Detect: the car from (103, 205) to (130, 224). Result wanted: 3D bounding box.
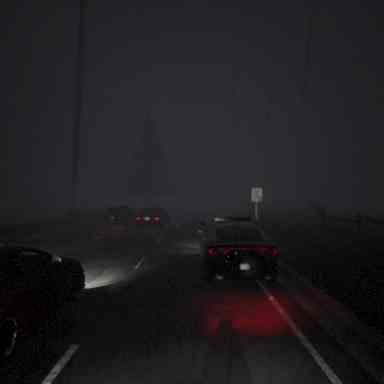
[{"bbox_3d":[-5.980,1.842,28.359,2.128,1.511,4.902,0,-1,5],"label":"car"}]

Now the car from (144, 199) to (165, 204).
[{"bbox_3d":[-8.892,2.303,78.334,4.892,1.490,1.837,0,-1,2],"label":"car"}]

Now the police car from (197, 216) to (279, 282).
[{"bbox_3d":[1.222,1.553,10.287,1.930,1.638,5.238,0,-1,0],"label":"police car"}]

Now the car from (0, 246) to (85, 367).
[{"bbox_3d":[-3.402,1.638,5.847,1.994,1.385,4.181,0,-1,0],"label":"car"}]

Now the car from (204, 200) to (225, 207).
[{"bbox_3d":[4.747,2.296,70.057,1.895,1.301,4.718,1,-1,-38],"label":"car"}]

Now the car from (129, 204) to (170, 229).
[{"bbox_3d":[-2.786,1.850,24.500,2.033,1.411,5.357,0,-1,4],"label":"car"}]
